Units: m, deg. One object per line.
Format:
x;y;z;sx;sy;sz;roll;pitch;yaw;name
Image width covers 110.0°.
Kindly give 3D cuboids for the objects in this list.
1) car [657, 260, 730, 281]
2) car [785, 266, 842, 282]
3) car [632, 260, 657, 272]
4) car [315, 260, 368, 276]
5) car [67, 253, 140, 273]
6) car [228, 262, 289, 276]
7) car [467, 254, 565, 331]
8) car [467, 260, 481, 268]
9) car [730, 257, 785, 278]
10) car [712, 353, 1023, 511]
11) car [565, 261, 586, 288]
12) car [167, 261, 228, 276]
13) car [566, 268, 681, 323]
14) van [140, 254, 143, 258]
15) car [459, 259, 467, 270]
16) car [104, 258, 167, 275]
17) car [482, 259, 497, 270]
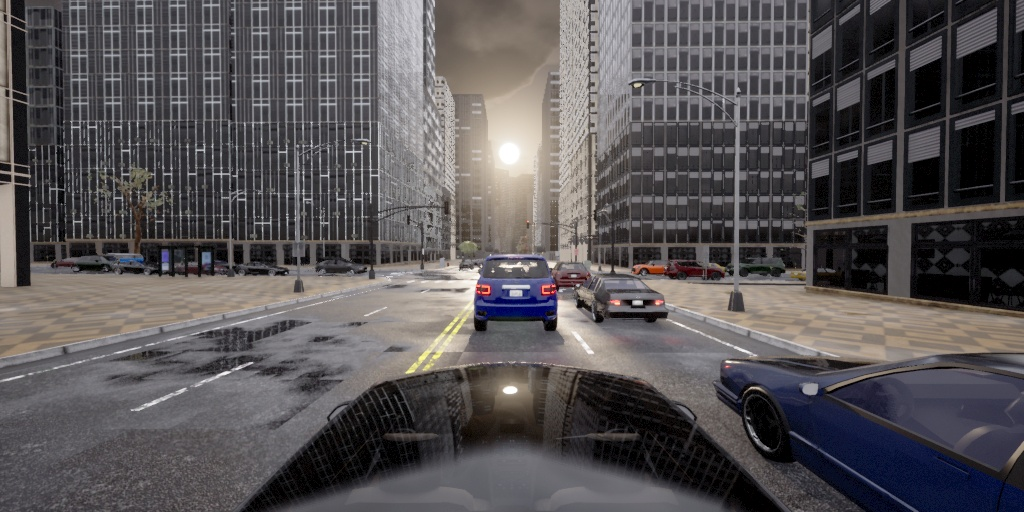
16.187;1.268;32.146;5.009;1.841;2.192;0;0;1;car
27.636;1.578;31.951;4.829;1.417;1.751;0;0;1;car
15.030;1.202;37.919;4.553;1.767;2.097;0;1;0;car
-16.621;1.127;35.110;4.892;1.490;1.837;0;1;4;car
-40.662;0.752;35.771;4.553;1.767;2.097;1;1;3;car
-22.738;1.173;32.667;4.313;1.339;1.948;0;0;1;car
0.096;0.967;11.081;2.150;2.045;5.566;0;0;0;car
-6.582;1.303;62.850;1.895;1.301;4.718;0;0;0;car
25.558;1.162;37.761;5.566;2.045;2.150;0;1;1;car
3.351;1.297;1.905;2.033;1.411;5.357;0;0;1;car
3.345;1.092;21.492;2.097;1.767;4.553;0;0;0;car
-28.422;1.138;32.799;4.207;1.307;1.802;0;0;1;car
3.349;1.293;12.085;2.033;1.411;5.357;0;0;0;car
-45.295;0.605;41.630;3.998;1.789;1.690;0;0;1;van
-6.611;1.219;52.547;1.837;1.490;4.892;0;0;-1;car
-34.102;1.069;32.971;4.313;1.339;1.948;0;0;1;car
-3.346;1.191;53.439;1.882;1.535;5.008;0;0;0;car
